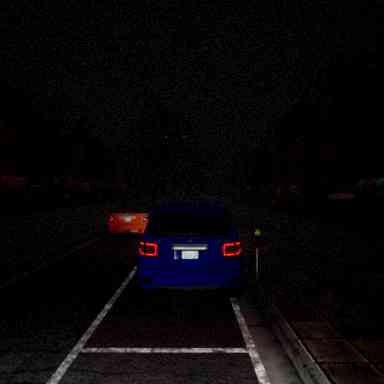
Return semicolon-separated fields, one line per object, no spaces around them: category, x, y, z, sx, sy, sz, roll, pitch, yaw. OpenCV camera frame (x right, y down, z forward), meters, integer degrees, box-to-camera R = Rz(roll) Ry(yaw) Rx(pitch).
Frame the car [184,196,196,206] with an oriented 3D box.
car;-0.350;1.387;51.770;1.752;1.417;4.829;1;0;0

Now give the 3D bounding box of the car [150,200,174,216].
car;-2.908;1.541;33.248;1.895;1.301;4.718;0;0;0

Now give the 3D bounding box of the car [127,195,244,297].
car;-0.035;1.225;8.677;2.150;2.045;5.566;0;0;0

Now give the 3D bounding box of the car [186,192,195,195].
car;-0.353;1.226;40.516;2.192;1.841;5.009;1;0;0

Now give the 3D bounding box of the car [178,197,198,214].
car;-0.358;1.374;34.976;1.967;1.590;4.097;1;0;0

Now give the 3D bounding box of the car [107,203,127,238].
car;-3.013;1.336;17.833;2.097;1.767;4.553;0;0;0

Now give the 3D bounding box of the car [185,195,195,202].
car;-0.343;1.327;68.224;2.008;1.369;4.403;1;0;0
